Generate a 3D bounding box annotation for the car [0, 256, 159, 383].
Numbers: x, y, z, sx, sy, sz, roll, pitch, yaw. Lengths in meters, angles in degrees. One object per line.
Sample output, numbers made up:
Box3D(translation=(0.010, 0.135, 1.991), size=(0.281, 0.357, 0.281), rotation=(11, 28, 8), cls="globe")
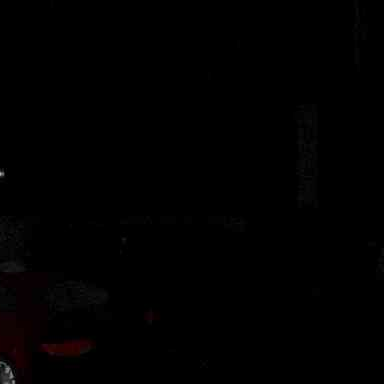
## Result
Box3D(translation=(-2.332, 1.587, 4.633), size=(4.206, 1.307, 1.802), rotation=(0, 0, 36), cls="car")
